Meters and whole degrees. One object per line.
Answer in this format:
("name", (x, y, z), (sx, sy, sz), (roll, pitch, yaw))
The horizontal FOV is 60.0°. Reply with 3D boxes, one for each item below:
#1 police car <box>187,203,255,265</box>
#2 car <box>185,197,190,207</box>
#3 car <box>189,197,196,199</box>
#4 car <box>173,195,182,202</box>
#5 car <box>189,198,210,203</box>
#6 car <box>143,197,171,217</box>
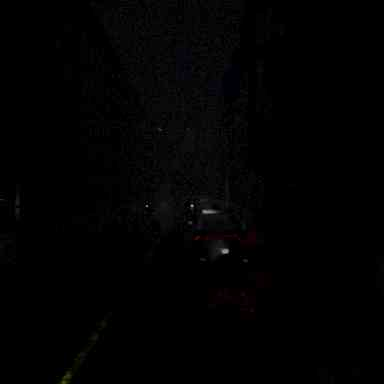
("police car", (0.898, 1.394, 11.632), (1.930, 1.638, 5.238), (0, 0, 0))
("car", (0.000, 1.430, 48.819), (1.994, 1.385, 4.181), (0, 0, 0))
("car", (0.894, 1.380, 27.711), (1.801, 1.575, 5.366), (0, 0, 0))
("car", (-3.016, 1.292, 71.368), (2.033, 1.411, 5.357), (0, 0, 0))
("car", (0.896, 1.420, 21.521), (1.882, 1.535, 5.008), (0, 0, 0))
("car", (-3.103, 1.270, 30.038), (2.097, 1.767, 4.553), (0, 0, 0))
